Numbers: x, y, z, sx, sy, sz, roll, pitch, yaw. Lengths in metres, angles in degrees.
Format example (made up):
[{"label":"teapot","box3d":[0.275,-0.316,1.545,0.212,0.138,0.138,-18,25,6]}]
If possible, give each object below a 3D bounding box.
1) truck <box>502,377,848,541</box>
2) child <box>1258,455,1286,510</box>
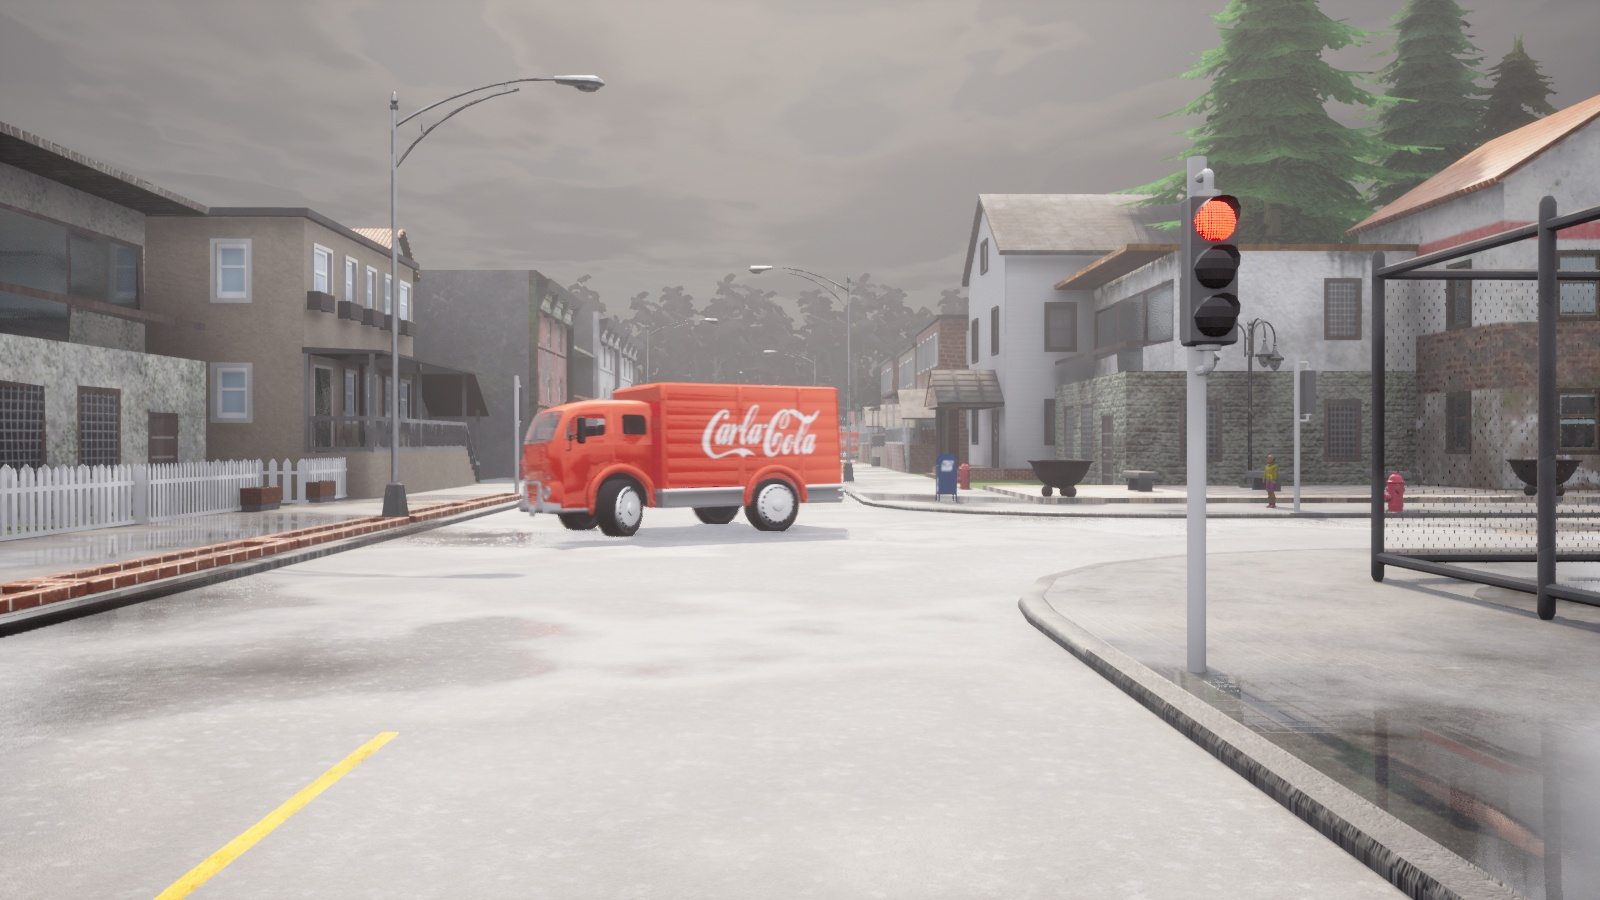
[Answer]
[{"label":"truck","box3d":[-2.098,0.133,21.360,5.204,2.467,2.627,-1,-1,-31]},{"label":"child","box3d":[10.032,0.690,26.706,0.473,1.160,0.299,0,0,-21]}]
